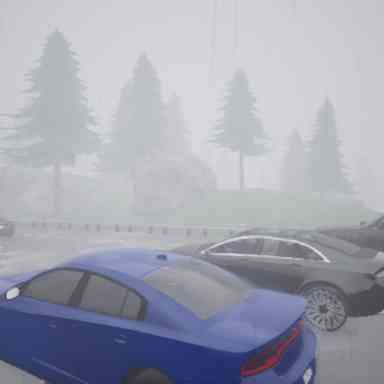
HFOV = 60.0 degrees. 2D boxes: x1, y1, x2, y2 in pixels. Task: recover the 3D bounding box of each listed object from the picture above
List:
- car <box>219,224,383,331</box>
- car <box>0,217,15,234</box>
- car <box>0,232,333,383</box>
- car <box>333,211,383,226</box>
[{"bbox_3d":[1.441,1.511,6.872,4.902,1.511,2.128,-1,0,33],"label":"car"},{"bbox_3d":[-11.415,1.759,17.476,4.181,1.385,1.994,-1,0,23],"label":"car"},{"bbox_3d":[-1.047,1.508,4.340,5.008,1.535,1.882,-1,0,32],"label":"car"},{"bbox_3d":[5.793,1.205,8.228,5.566,2.045,2.150,-1,-1,35],"label":"car"}]
